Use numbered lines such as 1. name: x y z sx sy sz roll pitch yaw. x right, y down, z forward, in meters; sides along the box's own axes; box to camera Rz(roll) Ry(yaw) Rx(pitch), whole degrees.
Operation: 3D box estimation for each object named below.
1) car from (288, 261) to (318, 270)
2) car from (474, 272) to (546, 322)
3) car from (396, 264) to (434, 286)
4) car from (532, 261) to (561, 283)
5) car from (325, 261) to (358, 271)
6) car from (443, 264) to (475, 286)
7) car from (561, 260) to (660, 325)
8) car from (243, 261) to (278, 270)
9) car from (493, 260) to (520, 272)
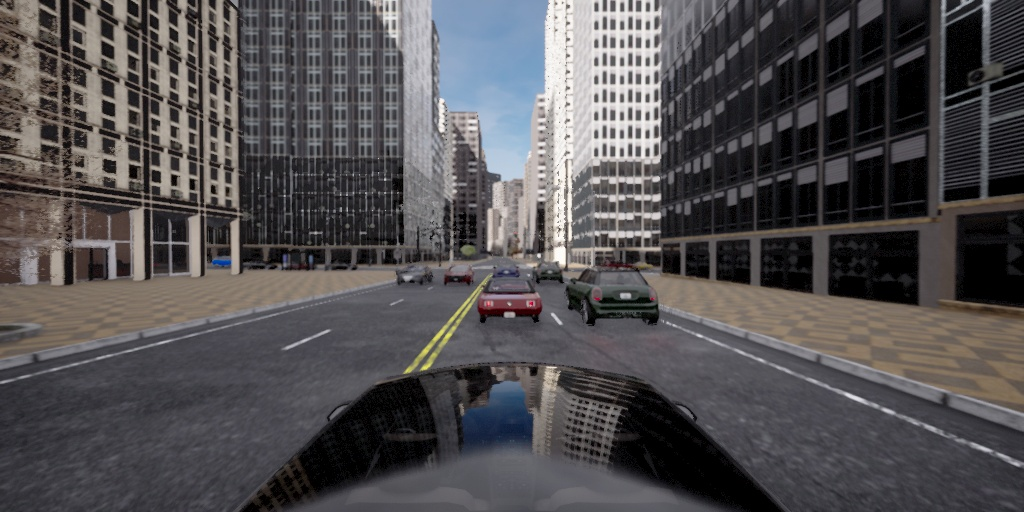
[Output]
1. car: -29.443 1.399 50.077 4.207 1.307 1.802 0 0 0
2. car: -0.103 1.400 12.457 1.895 1.301 4.718 0 0 -1
3. car: -7.099 1.361 26.611 2.128 1.511 4.902 0 0 -1
4. car: 2.794 1.215 28.962 2.097 1.767 4.553 0 0 -1
5. car: -23.757 1.425 50.068 4.313 1.339 1.948 0 0 0
6. car: -3.850 1.341 26.697 1.882 1.535 5.008 0 0 -1
7. car: 3.143 1.145 12.154 2.097 1.767 4.553 0 0 -1
8. car: -35.126 1.340 50.125 4.313 1.339 1.948 0 0 0
9. car: -0.456 1.220 28.924 2.097 1.767 4.553 0 0 -1
